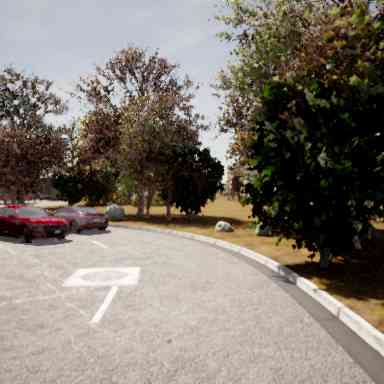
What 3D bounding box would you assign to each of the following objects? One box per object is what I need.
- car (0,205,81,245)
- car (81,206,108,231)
[{"bbox_3d":[-7.568,1.363,15.079,5.008,1.535,1.882,0,-1,34],"label":"car"},{"bbox_3d":[-6.640,1.467,18.641,4.181,1.385,1.994,-1,-1,36],"label":"car"}]
